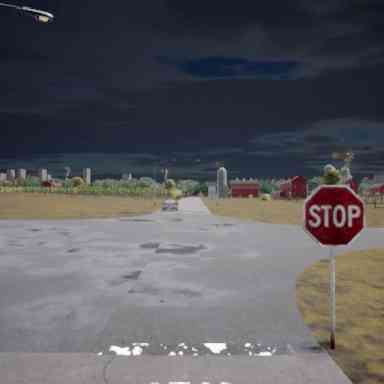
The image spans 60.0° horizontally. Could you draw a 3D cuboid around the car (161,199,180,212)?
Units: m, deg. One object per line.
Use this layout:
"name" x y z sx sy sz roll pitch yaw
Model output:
"car" -2.511 1.570 38.927 1.812 1.442 4.674 0 0 1
